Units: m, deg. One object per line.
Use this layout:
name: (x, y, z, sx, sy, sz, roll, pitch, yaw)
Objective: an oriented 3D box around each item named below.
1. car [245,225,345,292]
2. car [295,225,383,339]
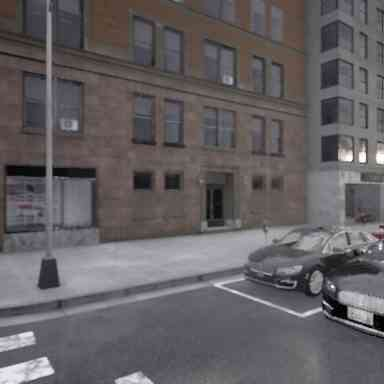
car: (3.269, 1.563, 8.512, 4.403, 1.369, 2.008, 0, 0, -35)
car: (4.379, 1.497, 6.172, 4.902, 1.511, 2.128, 0, 0, -36)
